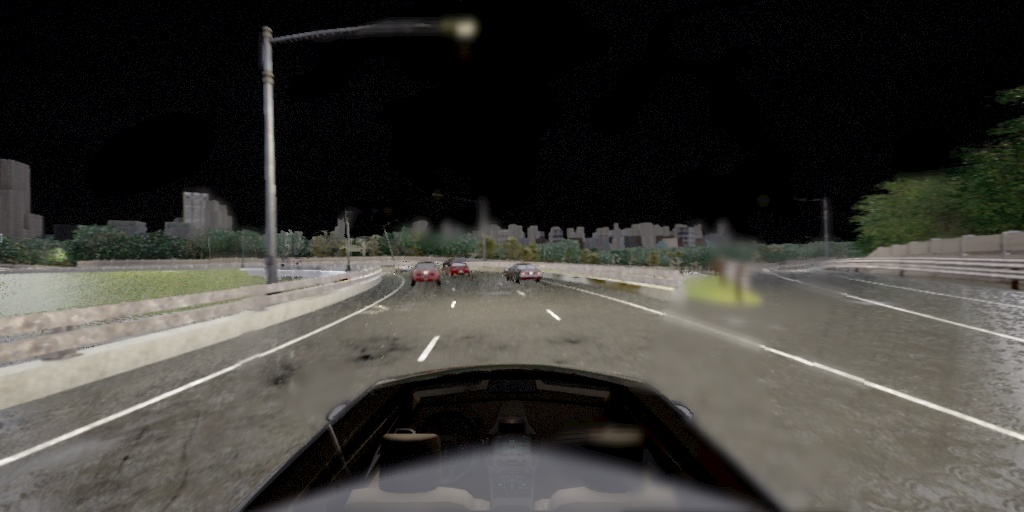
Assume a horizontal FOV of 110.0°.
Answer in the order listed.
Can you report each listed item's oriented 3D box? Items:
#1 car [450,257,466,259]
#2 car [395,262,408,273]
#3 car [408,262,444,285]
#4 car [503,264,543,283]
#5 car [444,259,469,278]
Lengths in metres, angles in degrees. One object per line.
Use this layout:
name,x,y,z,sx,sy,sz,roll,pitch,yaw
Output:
car,-8.114,1.144,51.478,2.150,2.045,5.566,-1,0,-29
car,-14.560,1.652,48.692,1.895,1.301,4.718,-1,0,-29
car,-6.740,1.243,27.993,2.097,1.767,4.553,-1,0,-14
car,0.737,1.286,27.538,2.033,1.411,5.357,-1,0,-14
car,-5.714,1.348,36.858,1.882,1.535,5.008,-1,0,-19
